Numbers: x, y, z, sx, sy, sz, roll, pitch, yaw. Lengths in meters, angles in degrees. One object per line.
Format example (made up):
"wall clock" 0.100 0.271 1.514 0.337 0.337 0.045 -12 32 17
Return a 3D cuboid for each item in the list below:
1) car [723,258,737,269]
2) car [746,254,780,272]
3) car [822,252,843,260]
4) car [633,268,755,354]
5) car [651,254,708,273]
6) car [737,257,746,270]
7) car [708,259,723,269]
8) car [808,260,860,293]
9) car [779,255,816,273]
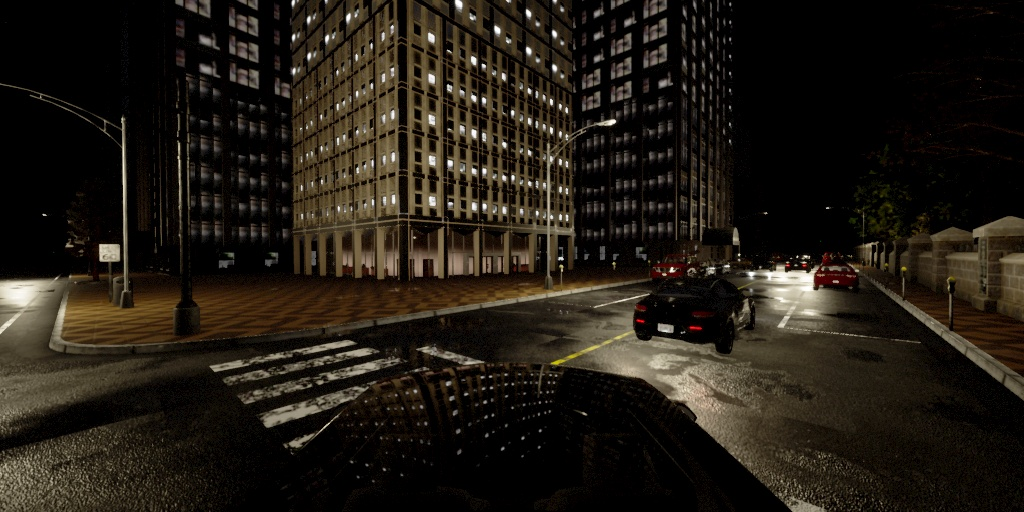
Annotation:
"car" 18.458 0.936 32.366 2.007 1.370 4.403 0 0 42
"car" 25.810 0.815 36.776 1.837 1.490 4.892 0 1 42
"car" 42.702 0.441 47.795 2.192 1.841 5.009 0 0 42
"car" 4.492 1.205 8.634 1.812 1.442 4.674 0 1 42
"car" 11.116 0.813 24.101 2.192 1.841 5.009 0 0 42
"car" 25.685 0.795 40.504 1.751 1.417 4.829 0 0 42
"car" 14.787 0.992 28.233 2.007 1.370 4.403 0 0 42
"car" 17.008 1.076 18.868 1.888 1.381 4.507 0 0 42
"car" 27.388 0.878 34.307 2.033 1.411 5.357 0 1 42
